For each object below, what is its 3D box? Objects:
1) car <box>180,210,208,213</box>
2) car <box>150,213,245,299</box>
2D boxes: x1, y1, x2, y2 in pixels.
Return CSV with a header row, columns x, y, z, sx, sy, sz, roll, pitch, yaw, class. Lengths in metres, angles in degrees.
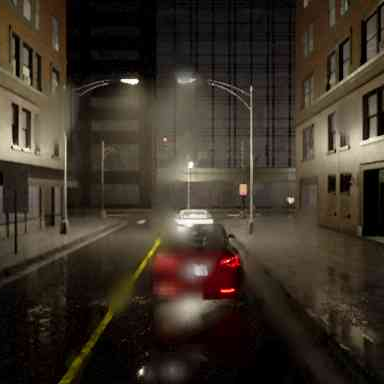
x,y,z,sx,sy,sz,roll,pitch,yaw,class
0.092,1.592,17.509,1.895,1.301,4.718,0,0,0,car
0.105,1.499,8.493,2.163,1.488,4.792,0,0,0,car
